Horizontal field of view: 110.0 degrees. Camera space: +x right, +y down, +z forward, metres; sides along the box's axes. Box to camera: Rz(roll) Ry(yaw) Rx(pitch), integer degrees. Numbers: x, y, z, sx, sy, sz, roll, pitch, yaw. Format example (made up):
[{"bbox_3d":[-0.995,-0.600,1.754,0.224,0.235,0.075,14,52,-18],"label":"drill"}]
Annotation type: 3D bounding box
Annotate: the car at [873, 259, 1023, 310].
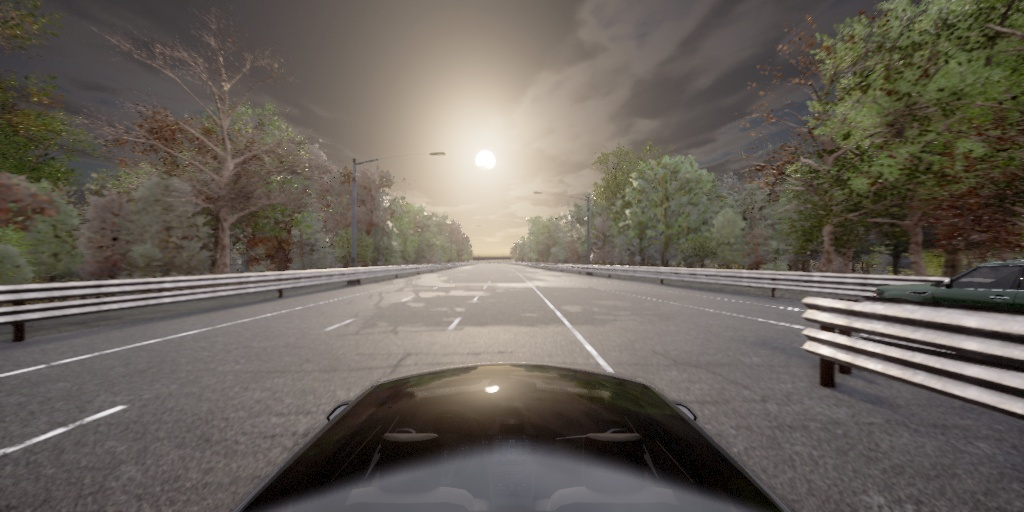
[{"bbox_3d":[11.107,1.063,7.507,2.150,2.045,5.566,0,0,-11],"label":"car"}]
